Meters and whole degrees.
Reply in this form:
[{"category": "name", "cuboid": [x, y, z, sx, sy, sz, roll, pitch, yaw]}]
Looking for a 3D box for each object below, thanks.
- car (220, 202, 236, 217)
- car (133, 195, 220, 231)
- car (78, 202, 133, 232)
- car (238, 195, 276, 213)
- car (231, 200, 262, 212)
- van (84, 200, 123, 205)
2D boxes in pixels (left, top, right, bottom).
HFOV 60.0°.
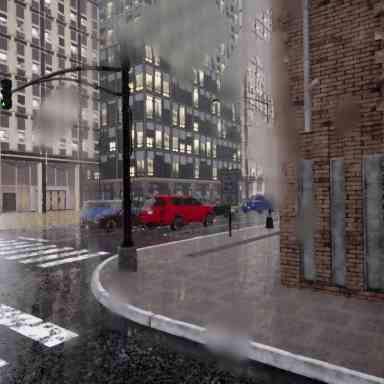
[{"category": "car", "cuboid": [1.636, 1.578, 29.603, 2.128, 1.511, 4.902, -1, -1, 36]}, {"category": "car", "cuboid": [-0.763, 1.230, 20.766, 2.150, 2.045, 5.566, -1, -1, 36]}, {"category": "car", "cuboid": [-4.446, 1.614, 21.115, 2.033, 1.411, 5.357, -1, -1, 36]}, {"category": "car", "cuboid": [7.727, 1.329, 38.097, 2.150, 2.045, 5.566, -1, -1, 36]}, {"category": "car", "cuboid": [6.870, 1.689, 41.360, 1.752, 1.417, 4.829, -2, -1, 36]}, {"category": "van", "cuboid": [-5.964, 1.460, 23.450, 1.690, 1.788, 3.998, -2, -1, 36]}]
